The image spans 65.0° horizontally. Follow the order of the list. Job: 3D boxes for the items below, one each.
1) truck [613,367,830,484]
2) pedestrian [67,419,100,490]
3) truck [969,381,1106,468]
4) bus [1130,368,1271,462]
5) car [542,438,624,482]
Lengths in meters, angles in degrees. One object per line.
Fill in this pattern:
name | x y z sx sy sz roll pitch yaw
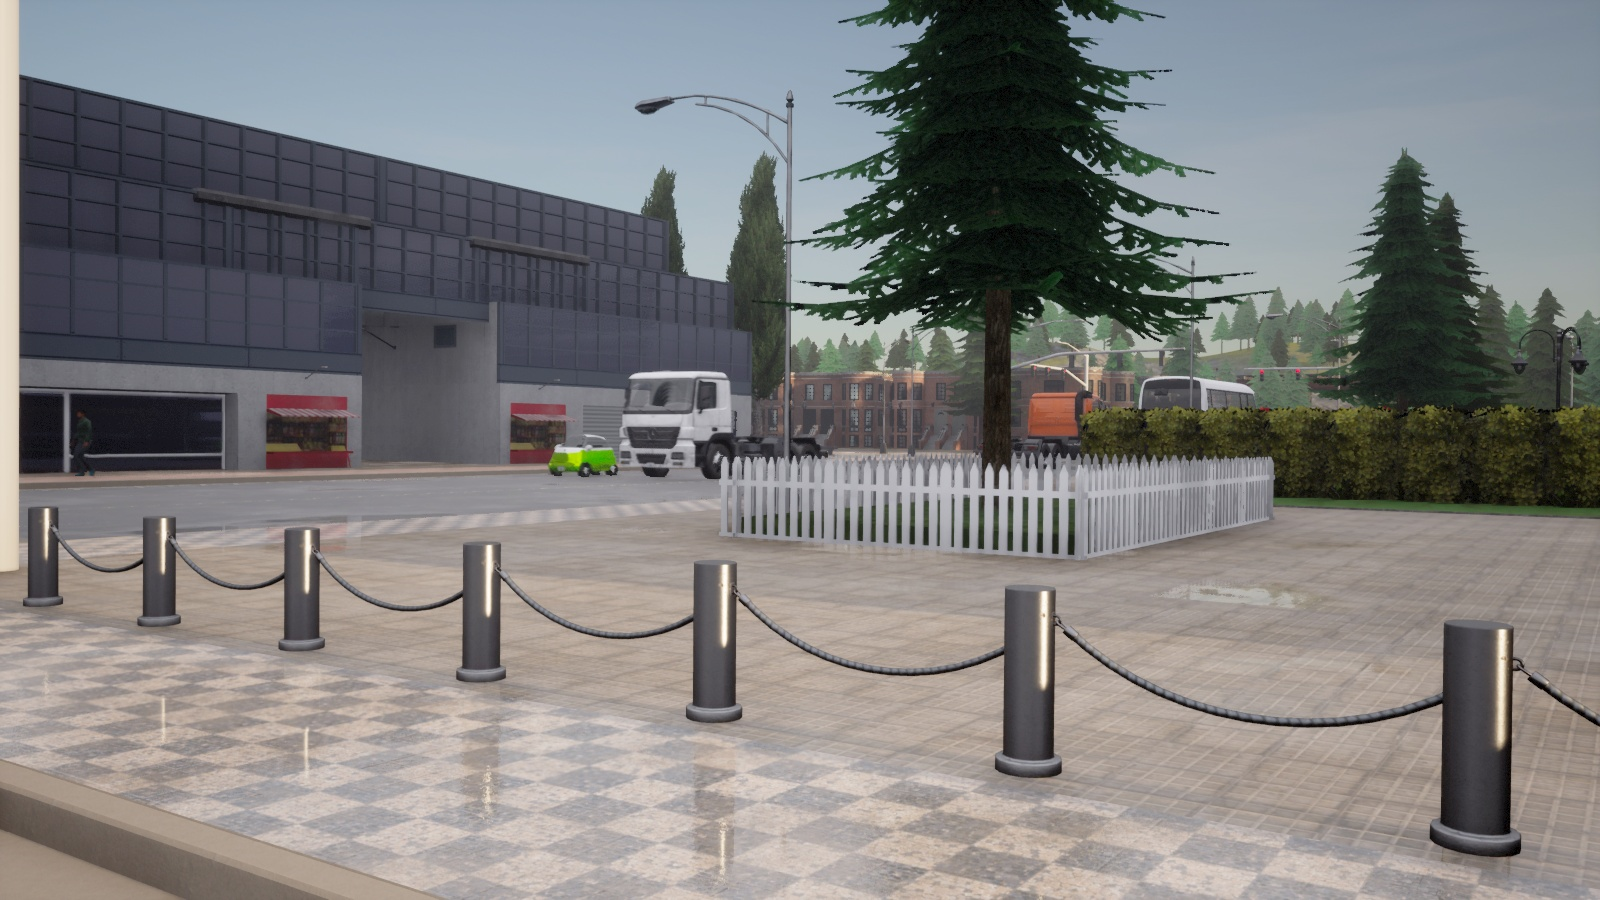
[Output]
truck | -2.364 -0.793 41.327 2.891 3.462 7.936 0 1 34
pedestrian | -18.646 0.113 32.676 0.353 1.847 0.614 0 1 32
truck | 10.366 -1.083 54.067 2.891 3.462 7.936 0 1 34
bus | 20.023 -1.676 62.205 3.944 4.253 10.273 0 1 34
car | -7.010 0.294 40.676 1.481 1.376 2.207 0 1 34
